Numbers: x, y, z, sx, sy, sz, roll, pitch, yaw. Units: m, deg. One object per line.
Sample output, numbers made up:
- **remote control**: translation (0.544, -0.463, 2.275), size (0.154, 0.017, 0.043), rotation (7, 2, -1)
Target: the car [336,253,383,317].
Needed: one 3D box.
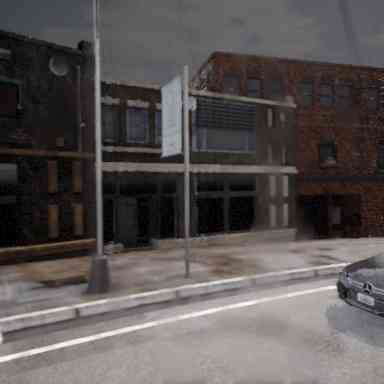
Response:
- **car**: translation (4.963, 1.493, 6.340), size (4.674, 1.442, 1.812), rotation (0, 1, -24)
